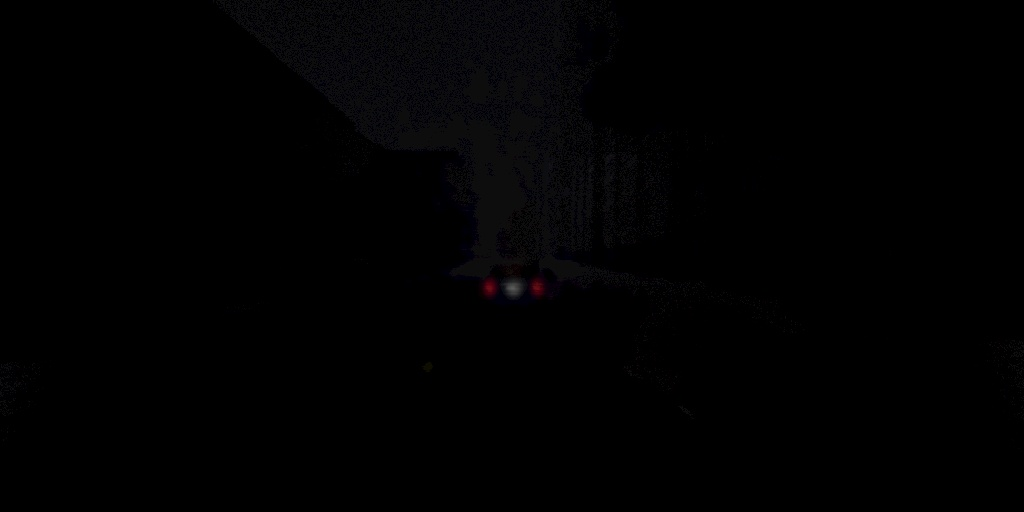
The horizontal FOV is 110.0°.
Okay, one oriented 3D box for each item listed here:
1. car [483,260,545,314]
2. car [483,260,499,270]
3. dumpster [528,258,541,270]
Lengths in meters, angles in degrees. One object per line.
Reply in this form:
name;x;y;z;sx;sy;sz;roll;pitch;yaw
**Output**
car;0.071;1.099;13.813;2.097;1.767;4.553;0;0;0
car;-3.057;1.350;53.049;1.994;1.385;4.181;0;0;0
dumpster;3.147;1.180;51.001;1.020;1.700;1.940;0;0;0
